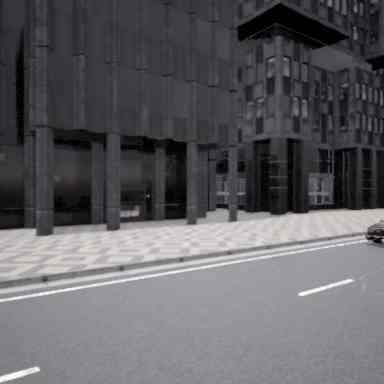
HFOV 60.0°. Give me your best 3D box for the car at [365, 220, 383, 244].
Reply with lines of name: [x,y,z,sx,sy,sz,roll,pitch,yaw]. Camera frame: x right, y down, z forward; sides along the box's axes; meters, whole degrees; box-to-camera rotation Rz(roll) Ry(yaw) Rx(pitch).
car: [9.755,1.498,14.503,5.357,1.411,2.033,0,0,-35]
